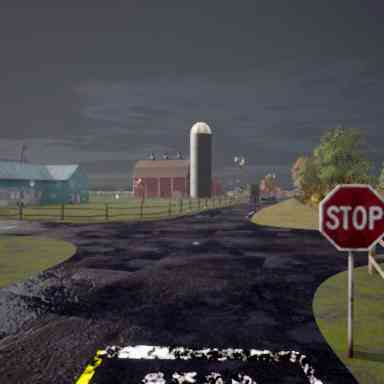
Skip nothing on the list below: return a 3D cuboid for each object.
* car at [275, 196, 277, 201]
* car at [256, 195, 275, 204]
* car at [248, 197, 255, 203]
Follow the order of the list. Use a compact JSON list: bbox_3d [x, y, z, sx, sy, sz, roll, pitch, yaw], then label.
[{"bbox_3d":[17.359,1.417,72.835,1.994,1.385,4.181,0,0,19],"label":"car"},{"bbox_3d":[13.965,1.492,62.980,2.128,1.511,4.902,0,0,19],"label":"car"},{"bbox_3d":[12.724,1.487,67.821,2.128,1.511,4.902,0,0,19],"label":"car"}]
